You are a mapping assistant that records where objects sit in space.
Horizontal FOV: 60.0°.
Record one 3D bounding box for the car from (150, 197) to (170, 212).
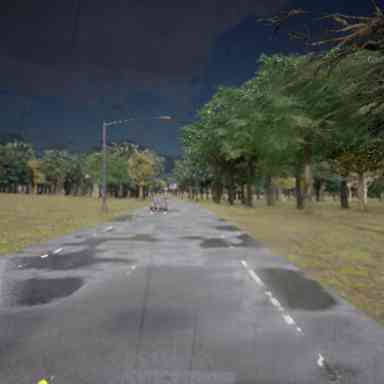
[{"bbox_3d":[-4.346,1.648,44.108,2.097,1.767,4.553,0,0,-2],"label":"car"}]
